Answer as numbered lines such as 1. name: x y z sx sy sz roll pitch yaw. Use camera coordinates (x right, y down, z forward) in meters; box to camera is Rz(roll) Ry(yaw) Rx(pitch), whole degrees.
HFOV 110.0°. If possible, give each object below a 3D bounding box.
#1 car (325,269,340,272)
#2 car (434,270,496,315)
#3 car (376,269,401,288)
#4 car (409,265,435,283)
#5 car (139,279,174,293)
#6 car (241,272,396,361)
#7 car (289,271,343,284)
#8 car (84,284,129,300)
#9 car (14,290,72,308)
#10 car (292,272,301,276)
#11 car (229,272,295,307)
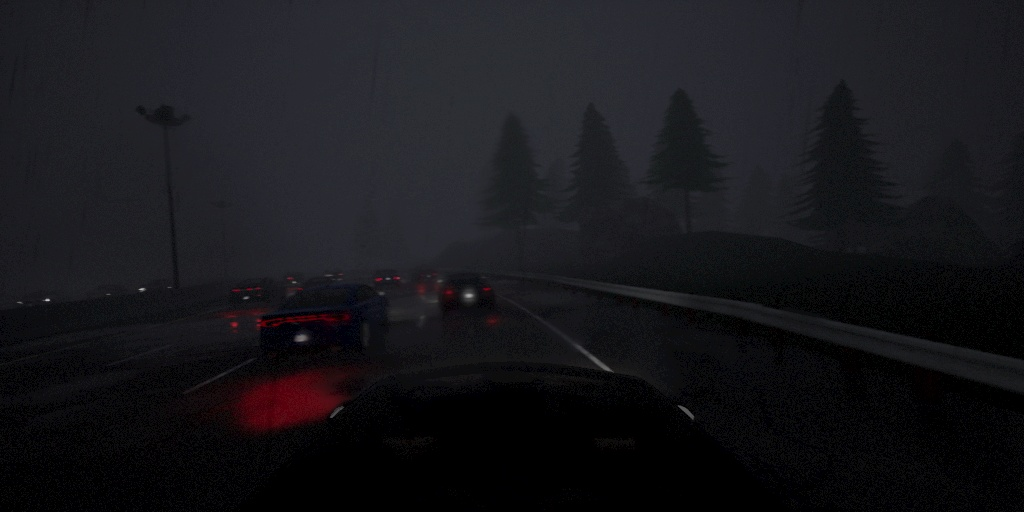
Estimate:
1. car: -18.617 2.136 37.259 2.128 1.511 4.902 -4 1 -30
2. car: -1.890 1.327 14.068 1.994 1.385 4.181 -4 1 -13
3. car: -9.635 1.696 27.390 2.033 1.411 5.357 -4 1 -23
4. car: -7.899 1.522 31.886 1.812 1.442 4.674 -4 1 -25
5. car: -32.281 2.918 32.950 2.097 1.767 4.553 -4 1 -34
6. car: -4.506 1.451 9.392 1.882 1.535 5.008 -4 0 -10
7. car: -11.070 1.863 20.923 1.994 1.385 4.181 -4 1 -17
8. car: -35.460 3.292 31.472 2.128 1.511 4.902 -4 1 -34
9. car: -38.337 3.545 29.495 1.812 1.442 4.674 -4 1 -34
10. car: -23.002 2.430 37.693 1.837 1.490 4.892 -4 0 -33
11. car: -14.869 2.035 21.209 2.128 1.511 4.902 -4 1 -19
